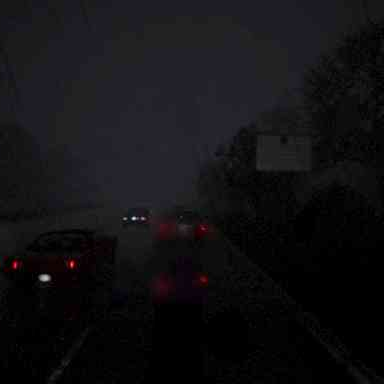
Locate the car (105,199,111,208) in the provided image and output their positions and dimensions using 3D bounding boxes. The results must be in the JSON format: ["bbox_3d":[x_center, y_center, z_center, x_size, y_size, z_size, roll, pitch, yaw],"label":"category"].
[{"bbox_3d":[-17.712,2.394,63.834,2.097,1.535,5.008,0,-1,-2],"label":"car"}]

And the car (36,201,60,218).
[{"bbox_3d":[-16.658,1.907,36.259,2.185,1.767,4.553,0,-1,-2],"label":"car"}]

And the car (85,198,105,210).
[{"bbox_3d":[-17.506,2.071,58.409,2.435,2.045,5.566,0,-1,-2],"label":"car"}]

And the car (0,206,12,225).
[{"bbox_3d":[-16.238,1.890,25.316,2.231,1.521,4.892,0,-1,-2],"label":"car"}]

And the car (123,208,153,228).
[{"bbox_3d":[-4.041,1.898,25.217,2.033,1.411,5.357,0,-1,-2],"label":"car"}]

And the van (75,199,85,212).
[{"bbox_3d":[-17.076,1.949,47.154,1.878,1.987,4.442,0,-1,-2],"label":"van"}]

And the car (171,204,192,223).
[{"bbox_3d":[-0.969,1.904,30.949,1.837,1.490,4.892,0,-1,-2],"label":"car"}]

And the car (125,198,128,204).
[{"bbox_3d":[-18.561,2.725,86.039,2.002,1.452,4.674,0,-1,-2],"label":"car"}]

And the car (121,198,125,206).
[{"bbox_3d":[-18.347,2.486,80.424,2.185,1.767,4.553,0,-1,-2],"label":"car"}]

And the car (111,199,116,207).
[{"bbox_3d":[-17.924,2.467,69.356,2.231,1.521,4.892,0,-1,-2],"label":"car"}]

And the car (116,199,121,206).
[{"bbox_3d":[-18.136,2.413,74.903,2.185,1.767,4.553,0,-1,-2],"label":"car"}]

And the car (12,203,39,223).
[{"bbox_3d":[-16.450,2.001,30.832,2.002,1.452,4.674,0,-1,-2],"label":"car"}]

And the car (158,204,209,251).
[{"bbox_3d":[-0.417,1.551,15.412,2.097,1.767,4.553,0,-1,-2],"label":"car"}]

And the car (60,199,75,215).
[{"bbox_3d":[-16.869,1.979,41.779,2.185,1.767,4.553,0,-1,-2],"label":"car"}]

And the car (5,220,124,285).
[{"bbox_3d":[-3.498,1.756,10.008,1.895,1.301,4.718,0,-1,-2],"label":"car"}]
